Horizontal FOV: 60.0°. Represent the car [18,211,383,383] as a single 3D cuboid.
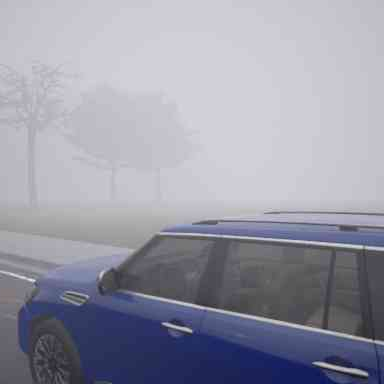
[{"bbox_3d":[0.575,1.222,3.282,5.566,2.045,2.150,0,0,35],"label":"car"}]
